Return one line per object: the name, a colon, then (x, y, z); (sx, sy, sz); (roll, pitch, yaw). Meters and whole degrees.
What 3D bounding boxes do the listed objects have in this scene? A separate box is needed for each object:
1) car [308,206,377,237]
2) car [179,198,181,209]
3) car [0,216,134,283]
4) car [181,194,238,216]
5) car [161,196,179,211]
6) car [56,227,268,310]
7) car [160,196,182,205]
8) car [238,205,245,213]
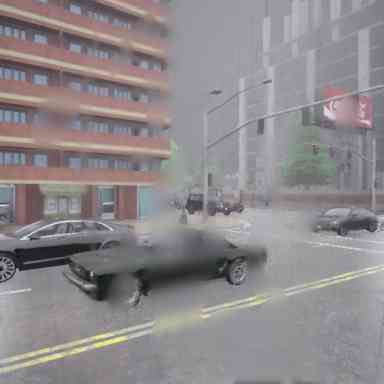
car: (8.383, 1.525, 18.285); (4.674, 1.442, 1.812); (0, 0, -35)
car: (-1.859, 1.491, 43.809); (2.128, 1.511, 4.902); (0, 0, -35)
car: (-3.985, 1.491, 9.735); (4.902, 1.511, 2.128); (0, 0, -35)
car: (1.579, 1.222, 32.791); (2.150, 2.045, 5.566); (0, 0, -35)
car: (-3.954, 1.352, 40.696); (2.097, 1.767, 4.553); (0, 0, -35)
car: (-0.478, 1.601, 7.905); (4.718, 1.301, 1.895); (0, 0, -35)
car: (-3.743, 1.526, 59.052); (1.812, 1.442, 4.674); (0, 0, -35)
car: (3.502, 1.601, 36.150); (1.895, 1.301, 4.718); (0, 0, -35)
